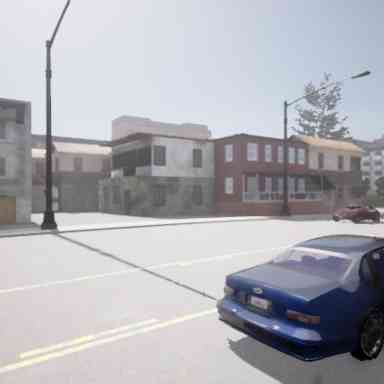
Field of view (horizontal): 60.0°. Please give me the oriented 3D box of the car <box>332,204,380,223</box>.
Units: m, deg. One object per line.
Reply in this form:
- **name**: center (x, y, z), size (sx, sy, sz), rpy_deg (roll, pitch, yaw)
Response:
- **car**: center (12.954, 1.664, 26.072), size (4.674, 1.442, 1.812), rpy_deg (2, -1, -35)

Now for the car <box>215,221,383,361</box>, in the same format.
- **car**: center (2.921, 1.488, 5.819), size (5.357, 1.411, 2.033), rpy_deg (0, 0, -35)
